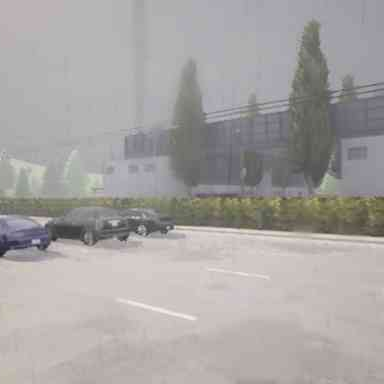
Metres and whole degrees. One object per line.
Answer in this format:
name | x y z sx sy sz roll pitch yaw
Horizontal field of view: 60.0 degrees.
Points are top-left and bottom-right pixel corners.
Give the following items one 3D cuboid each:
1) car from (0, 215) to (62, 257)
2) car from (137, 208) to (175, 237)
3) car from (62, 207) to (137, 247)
car | -7.619 1.684 13.636 4.674 1.442 1.812 -1 0 36
car | -3.227 1.662 19.095 4.892 1.490 1.837 0 0 36
car | -5.202 1.505 16.205 4.553 1.767 2.097 -1 -1 36
